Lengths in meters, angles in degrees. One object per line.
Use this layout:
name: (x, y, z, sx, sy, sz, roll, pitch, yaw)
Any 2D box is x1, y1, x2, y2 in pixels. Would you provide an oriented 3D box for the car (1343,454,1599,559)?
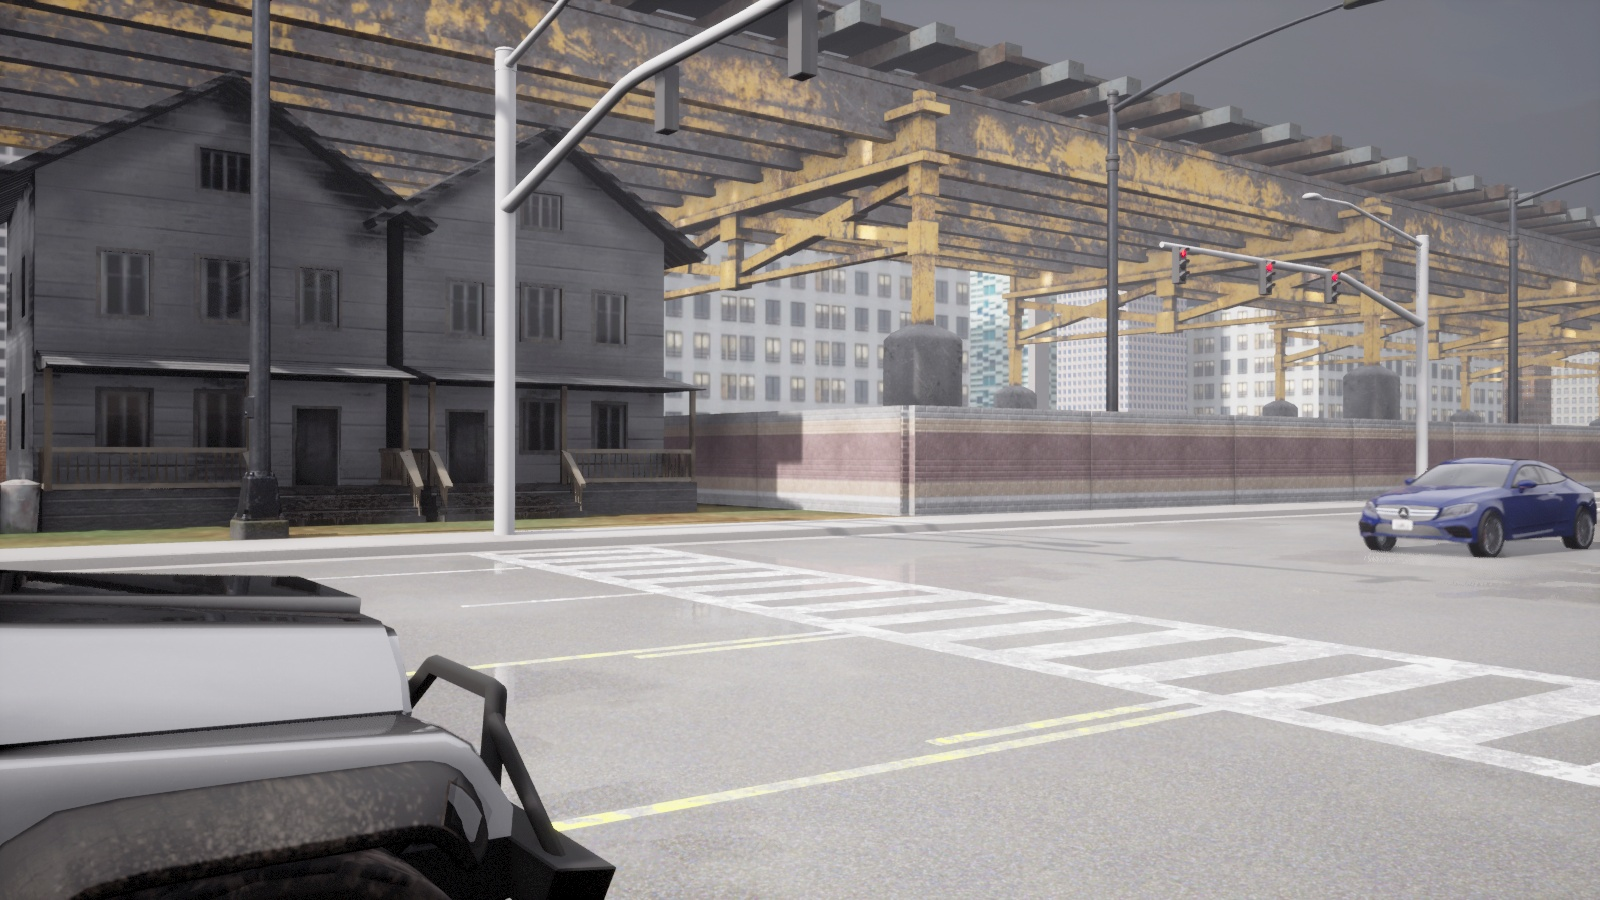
car: (10.656, 0.796, 19.598, 4.674, 1.442, 1.812, 0, 0, -35)

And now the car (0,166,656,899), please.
car: (-2.398, 0.551, 1.999, 3.866, 1.878, 1.905, 0, 0, -34)
